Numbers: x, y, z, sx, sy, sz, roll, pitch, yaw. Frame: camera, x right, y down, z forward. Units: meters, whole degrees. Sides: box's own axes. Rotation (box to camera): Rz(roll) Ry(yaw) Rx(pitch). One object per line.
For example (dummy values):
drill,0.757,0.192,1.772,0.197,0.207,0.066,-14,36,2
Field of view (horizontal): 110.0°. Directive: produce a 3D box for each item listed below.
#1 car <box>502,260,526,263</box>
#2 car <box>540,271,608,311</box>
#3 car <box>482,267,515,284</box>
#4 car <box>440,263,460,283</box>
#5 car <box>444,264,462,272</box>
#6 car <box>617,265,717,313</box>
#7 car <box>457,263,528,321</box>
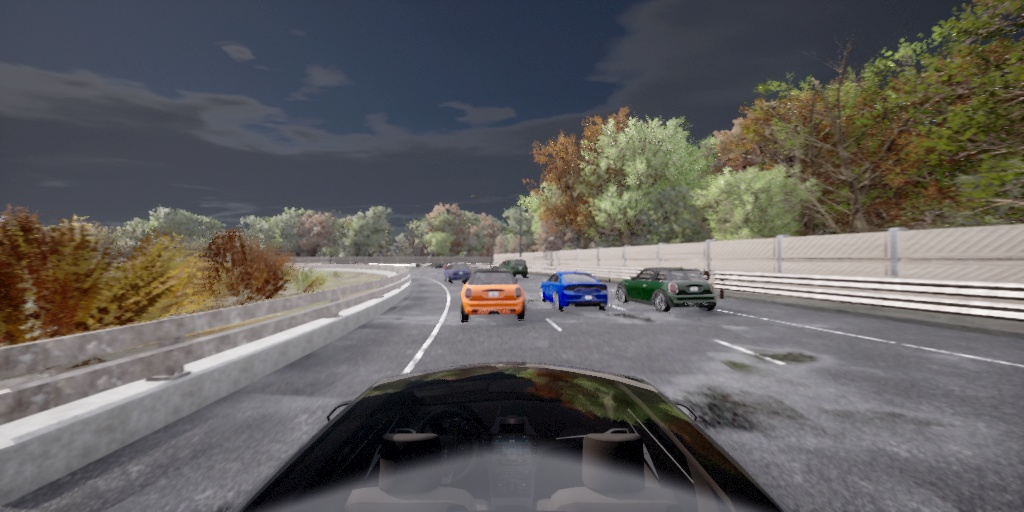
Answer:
car,-0.069,1.445,39.895,2.150,2.045,5.566,0,-1,-20
car,2.484,1.389,15.441,1.882,1.535,5.008,0,-1,-7
car,-1.322,1.703,32.714,1.994,1.385,4.181,0,-1,-17
car,-5.014,1.506,32.818,2.097,1.767,4.553,0,-1,-17
car,-10.345,2.148,62.929,1.895,1.301,4.718,0,-1,-25
car,6.207,1.244,15.016,2.097,1.767,4.553,0,-1,-10
car,-0.798,1.248,13.317,2.097,1.767,4.553,0,-1,-6
